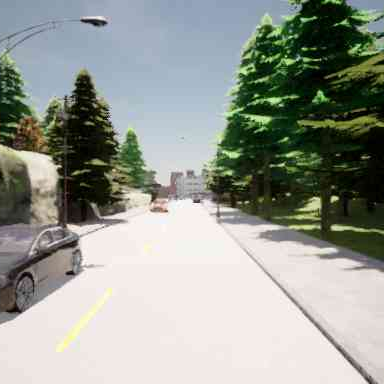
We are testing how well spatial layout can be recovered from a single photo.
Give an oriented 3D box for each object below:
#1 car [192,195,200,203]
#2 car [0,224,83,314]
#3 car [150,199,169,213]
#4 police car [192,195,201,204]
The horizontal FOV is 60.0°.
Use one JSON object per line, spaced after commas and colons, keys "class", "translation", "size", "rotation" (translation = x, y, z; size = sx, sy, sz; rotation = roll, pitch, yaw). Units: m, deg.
{"class": "car", "translation": [1.174, 2.009, 94.592], "size": [2.150, 2.045, 5.566], "rotation": [-3, -1, 0]}
{"class": "car", "translation": [-4.095, 1.560, 7.841], "size": [2.128, 1.511, 4.902], "rotation": [0, -1, 0]}
{"class": "car", "translation": [-4.039, 1.722, 41.832], "size": [2.097, 1.767, 4.553], "rotation": [0, -1, 1]}
{"class": "police car", "translation": [1.241, 2.173, 84.670], "size": [1.930, 1.638, 5.238], "rotation": [0, -1, 0]}
